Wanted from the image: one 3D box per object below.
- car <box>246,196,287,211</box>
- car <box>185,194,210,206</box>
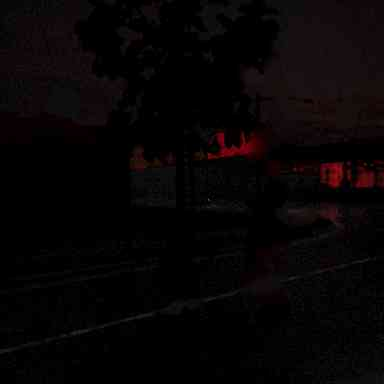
[{"bbox_3d":[8.069,1.189,36.551,1.882,1.535,5.008,-1,0,-34],"label":"car"},{"bbox_3d":[0.555,1.058,47.846,2.097,1.767,4.553,-1,1,-34],"label":"car"}]
